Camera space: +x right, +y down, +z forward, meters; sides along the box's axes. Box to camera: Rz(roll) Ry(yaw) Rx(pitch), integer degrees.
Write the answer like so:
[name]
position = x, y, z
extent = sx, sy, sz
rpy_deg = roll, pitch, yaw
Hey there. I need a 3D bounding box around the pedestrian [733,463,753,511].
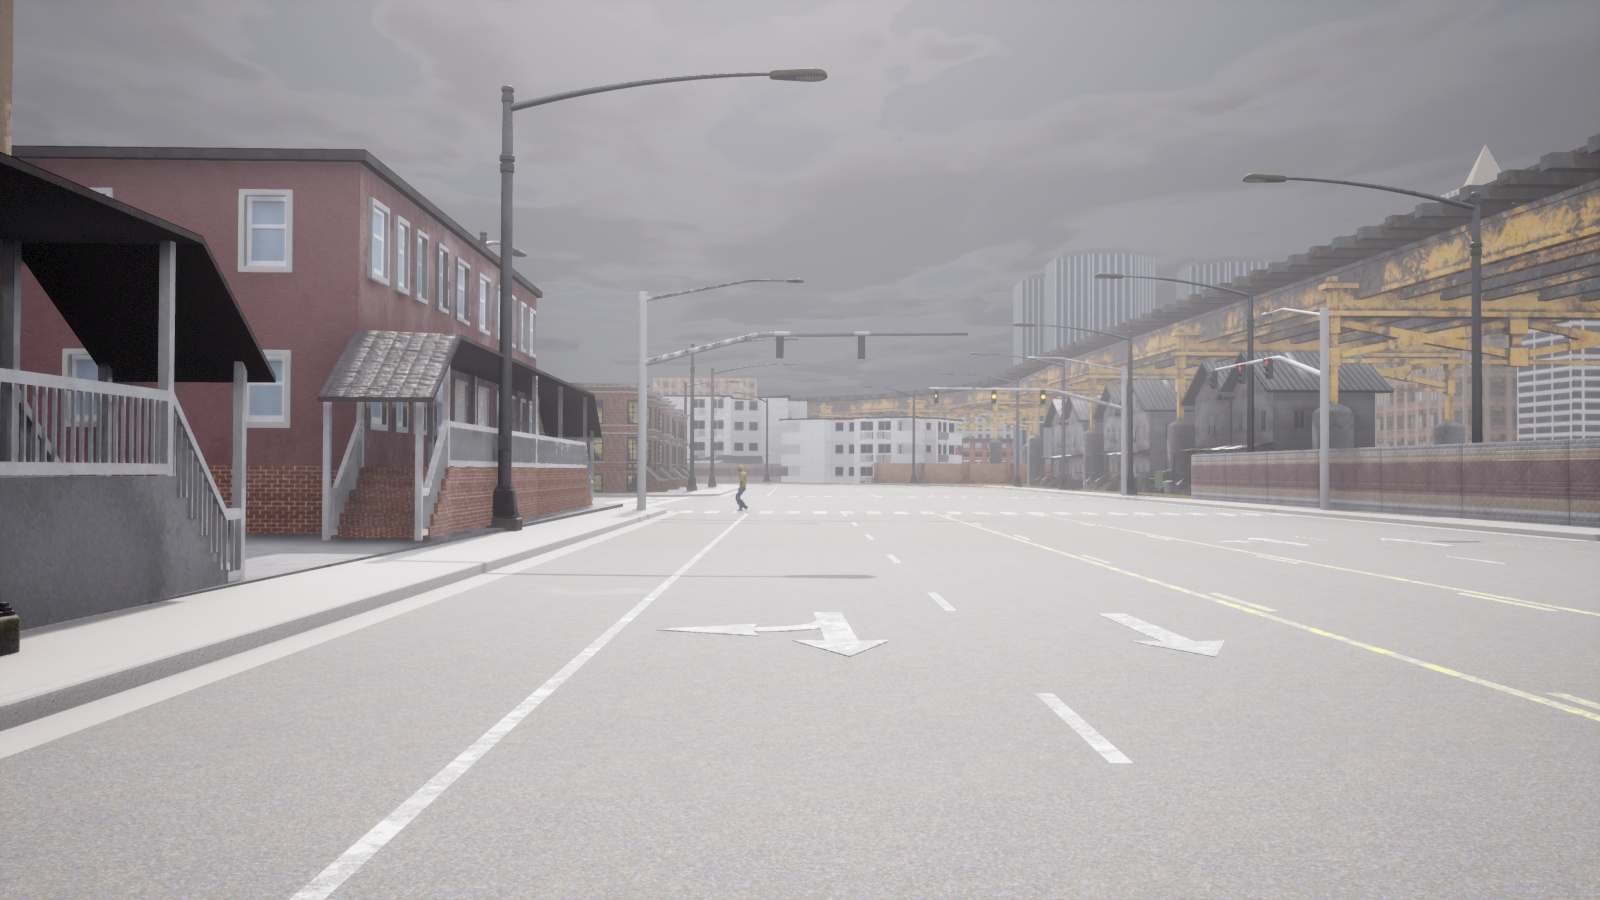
[pedestrian]
position = -2.169, 1.410, 47.835
extent = 0.706, 1.836, 0.354
rpy_deg = 0, -1, 8
